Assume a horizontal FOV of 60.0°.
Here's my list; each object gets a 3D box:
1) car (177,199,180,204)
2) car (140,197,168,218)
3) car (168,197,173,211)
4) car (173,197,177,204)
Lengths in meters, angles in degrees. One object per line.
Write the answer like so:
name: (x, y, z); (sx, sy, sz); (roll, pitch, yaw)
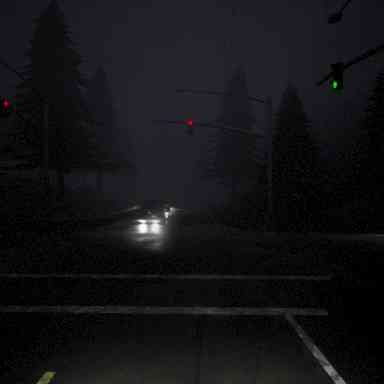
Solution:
car: (-4.099, 1.564, 61.619); (1.994, 1.385, 4.181); (0, 0, -39)
car: (-3.653, 1.491, 30.775); (2.128, 1.511, 4.902); (0, 0, 0)
car: (-3.648, 1.478, 40.278); (1.882, 1.535, 5.008); (0, 0, 0)
car: (-3.937, 1.491, 50.429); (2.128, 1.511, 4.902); (0, 0, -7)
